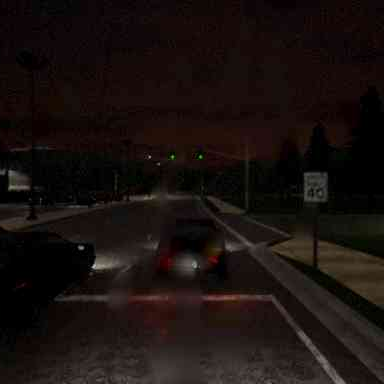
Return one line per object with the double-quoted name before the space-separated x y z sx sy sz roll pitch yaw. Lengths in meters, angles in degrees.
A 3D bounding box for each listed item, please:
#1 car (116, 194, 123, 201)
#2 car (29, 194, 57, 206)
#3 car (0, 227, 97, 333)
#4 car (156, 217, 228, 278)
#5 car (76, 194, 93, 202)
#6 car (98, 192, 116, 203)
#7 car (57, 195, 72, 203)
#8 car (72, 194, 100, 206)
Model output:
"car" -15.753 1.213 69.998 2.128 1.511 4.902 0 0 0
"car" -22.940 1.129 50.742 2.097 1.767 4.553 0 0 1
"car" -3.508 1.517 6.705 2.033 1.411 5.357 0 0 -1
"car" 0.046 1.480 9.870 1.812 1.442 4.674 0 0 2
"car" -22.750 1.166 70.361 1.882 1.535 5.008 0 0 0
"car" -15.827 0.956 59.645 2.150 2.045 5.566 0 0 0
"car" -22.823 1.282 60.196 2.033 1.411 5.357 0 0 0
"car" -15.956 1.341 50.348 1.994 1.385 4.181 0 0 1
